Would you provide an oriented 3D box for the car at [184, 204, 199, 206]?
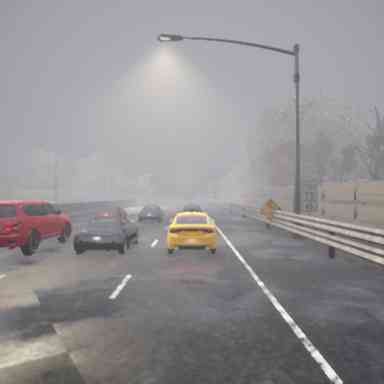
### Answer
[{"bbox_3d":[-0.010,1.797,29.309,1.837,1.490,4.892,0,0,0],"label":"car"}]

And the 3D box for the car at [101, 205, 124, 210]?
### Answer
[{"bbox_3d":[-7.011,1.852,29.307,1.994,1.385,4.181,0,-1,0],"label":"car"}]

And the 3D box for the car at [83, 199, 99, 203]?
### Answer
[{"bbox_3d":[-21.032,2.282,70.969,1.994,1.385,4.181,0,-1,0],"label":"car"}]

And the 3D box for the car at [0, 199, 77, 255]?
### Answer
[{"bbox_3d":[-7.006,1.353,14.013,2.150,2.045,5.566,0,0,0],"label":"car"}]

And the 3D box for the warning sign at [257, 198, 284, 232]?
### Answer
[{"bbox_3d":[4.534,1.303,19.232,1.300,1.860,1.060,0,-1,0],"label":"warning sign"}]

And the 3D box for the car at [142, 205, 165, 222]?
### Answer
[{"bbox_3d":[-3.508,1.852,29.303,1.994,1.385,4.181,0,-1,0],"label":"car"}]

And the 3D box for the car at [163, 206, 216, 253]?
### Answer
[{"bbox_3d":[-0.002,1.619,14.490,1.882,1.535,5.008,0,0,0],"label":"car"}]

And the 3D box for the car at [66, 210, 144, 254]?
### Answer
[{"bbox_3d":[-3.504,1.703,14.264,1.994,1.385,4.181,0,-1,0],"label":"car"}]

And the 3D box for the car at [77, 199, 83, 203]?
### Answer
[{"bbox_3d":[-24.533,2.230,70.967,1.837,1.490,4.892,0,-1,0],"label":"car"}]
